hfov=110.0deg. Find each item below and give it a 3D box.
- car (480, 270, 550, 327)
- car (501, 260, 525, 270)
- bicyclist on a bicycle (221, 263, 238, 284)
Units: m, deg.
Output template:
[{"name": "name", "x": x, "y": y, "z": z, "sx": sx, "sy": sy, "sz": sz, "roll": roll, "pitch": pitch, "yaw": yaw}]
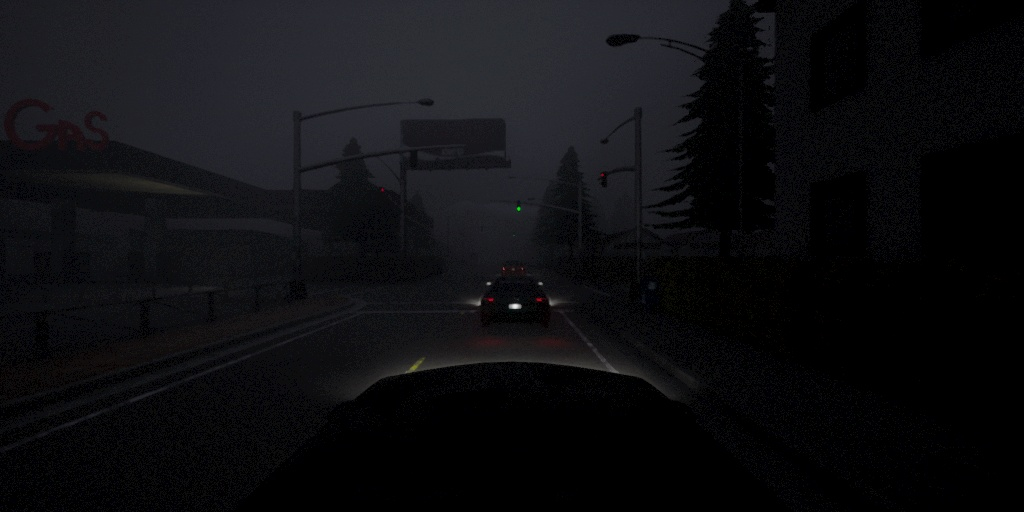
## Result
[{"name": "car", "x": 0.090, "y": 1.312, "z": 11.562, "sx": 1.994, "sy": 1.385, "sz": 4.181, "roll": 0, "pitch": 0, "yaw": 0}, {"name": "car", "x": 0.111, "y": 1.104, "z": 32.107, "sx": 2.097, "sy": 1.767, "sz": 4.553, "roll": 0, "pitch": 1, "yaw": 0}, {"name": "bicyclist on a bicycle", "x": -21.748, "y": 1.389, "z": 27.610, "sx": 0.582, "sy": 1.620, "sz": 1.656, "roll": 0, "pitch": 0, "yaw": 0}]
